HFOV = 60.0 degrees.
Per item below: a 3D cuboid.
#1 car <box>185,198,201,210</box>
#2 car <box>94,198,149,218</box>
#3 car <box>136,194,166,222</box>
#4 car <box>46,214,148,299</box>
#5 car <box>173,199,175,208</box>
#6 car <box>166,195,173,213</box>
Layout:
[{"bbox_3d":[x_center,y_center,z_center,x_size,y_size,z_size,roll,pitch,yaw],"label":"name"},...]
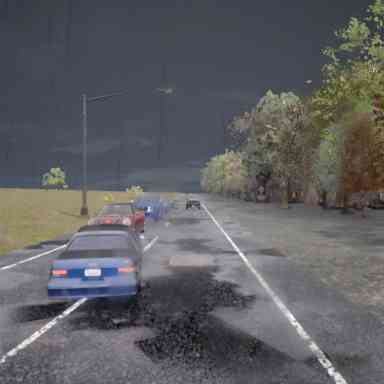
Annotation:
[{"bbox_3d":[0.131,1.498,43.873,1.837,1.490,4.892,0,0,-1],"label":"car"},{"bbox_3d":[-3.645,1.352,16.593,2.097,1.767,4.553,0,0,1],"label":"car"},{"bbox_3d":[-3.563,1.220,26.422,2.150,2.045,5.566,0,0,-1],"label":"car"},{"bbox_3d":[-2.247,1.548,8.679,2.033,1.411,5.357,0,0,-9],"label":"car"},{"bbox_3d":[-3.519,1.343,46.269,2.097,1.767,4.553,0,0,0],"label":"car"},{"bbox_3d":[-3.536,1.348,36.262,2.097,1.767,4.553,0,0,0],"label":"car"}]
